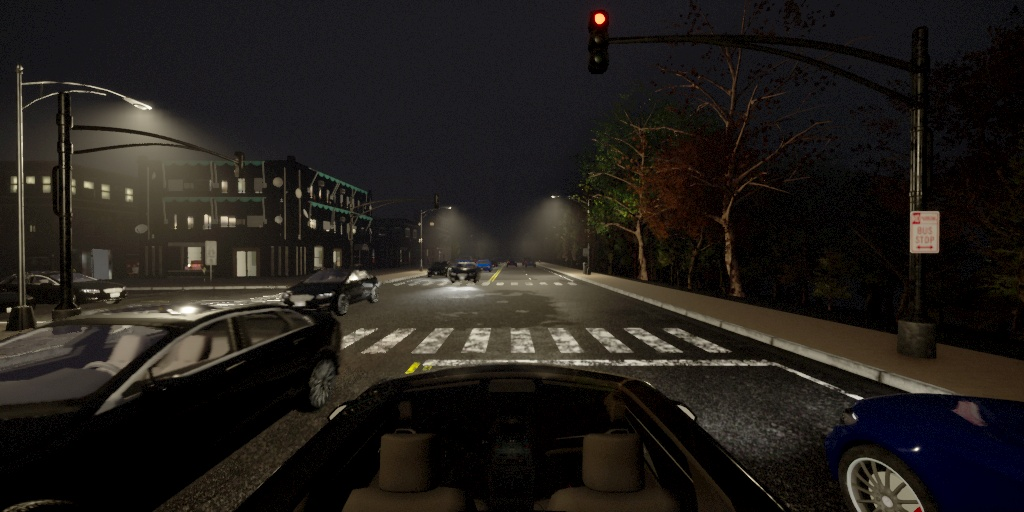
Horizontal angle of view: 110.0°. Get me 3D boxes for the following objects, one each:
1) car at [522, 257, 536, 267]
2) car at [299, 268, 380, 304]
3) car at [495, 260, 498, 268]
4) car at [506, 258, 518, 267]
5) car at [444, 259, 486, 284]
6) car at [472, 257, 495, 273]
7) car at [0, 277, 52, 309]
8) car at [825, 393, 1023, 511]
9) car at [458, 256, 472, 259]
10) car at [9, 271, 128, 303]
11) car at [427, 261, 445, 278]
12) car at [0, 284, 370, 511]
[{"bbox_3d":[3.234,1.274,63.655,2.033,1.411,5.357,0,0,0],"label":"car"},{"bbox_3d":[-6.623,1.239,13.638,2.128,1.511,4.902,0,0,0],"label":"car"},{"bbox_3d":[-3.429,1.292,61.341,1.994,1.385,4.181,0,0,0],"label":"car"},{"bbox_3d":[-0.030,1.252,64.933,1.812,1.442,4.674,0,0,0],"label":"car"},{"bbox_3d":[-3.401,1.234,26.883,2.128,1.511,4.902,0,0,0],"label":"car"},{"bbox_3d":[-3.433,1.213,43.444,1.882,1.535,5.008,0,0,0],"label":"car"},{"bbox_3d":[-19.969,1.565,12.818,4.313,1.339,1.948,0,0,0],"label":"car"},{"bbox_3d":[3.358,1.276,0.850,1.812,1.442,4.674,0,0,1],"label":"car"},{"bbox_3d":[-6.695,0.953,50.929,2.150,2.045,5.566,0,0,0],"label":"car"},{"bbox_3d":[-19.649,1.459,15.525,4.902,1.511,2.128,-1,1,0],"label":"car"},{"bbox_3d":[-6.661,1.241,33.790,1.837,1.490,4.892,0,1,0],"label":"car"},{"bbox_3d":[-3.354,1.241,3.260,2.128,1.511,4.902,0,0,0],"label":"car"}]
